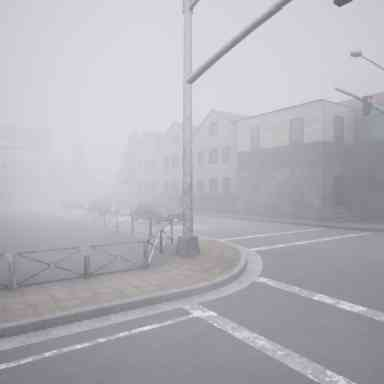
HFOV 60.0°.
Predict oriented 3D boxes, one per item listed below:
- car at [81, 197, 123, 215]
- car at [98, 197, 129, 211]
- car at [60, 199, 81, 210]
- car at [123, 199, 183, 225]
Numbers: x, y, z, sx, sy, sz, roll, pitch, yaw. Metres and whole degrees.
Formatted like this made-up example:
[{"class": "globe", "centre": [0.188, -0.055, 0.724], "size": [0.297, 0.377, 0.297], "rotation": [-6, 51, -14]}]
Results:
[{"class": "car", "centre": [-8.283, 1.315, 31.006], "size": [2.128, 1.511, 4.902], "rotation": [0, 0, -35]}, {"class": "car", "centre": [-9.210, 1.328, 38.691], "size": [1.837, 1.490, 4.892], "rotation": [0, 0, -35]}, {"class": "car", "centre": [-14.103, 1.425, 39.278], "size": [1.895, 1.301, 4.718], "rotation": [0, 0, -35]}, {"class": "car", "centre": [-2.538, 1.371, 22.887], "size": [2.033, 1.411, 5.357], "rotation": [0, 0, -35]}]
